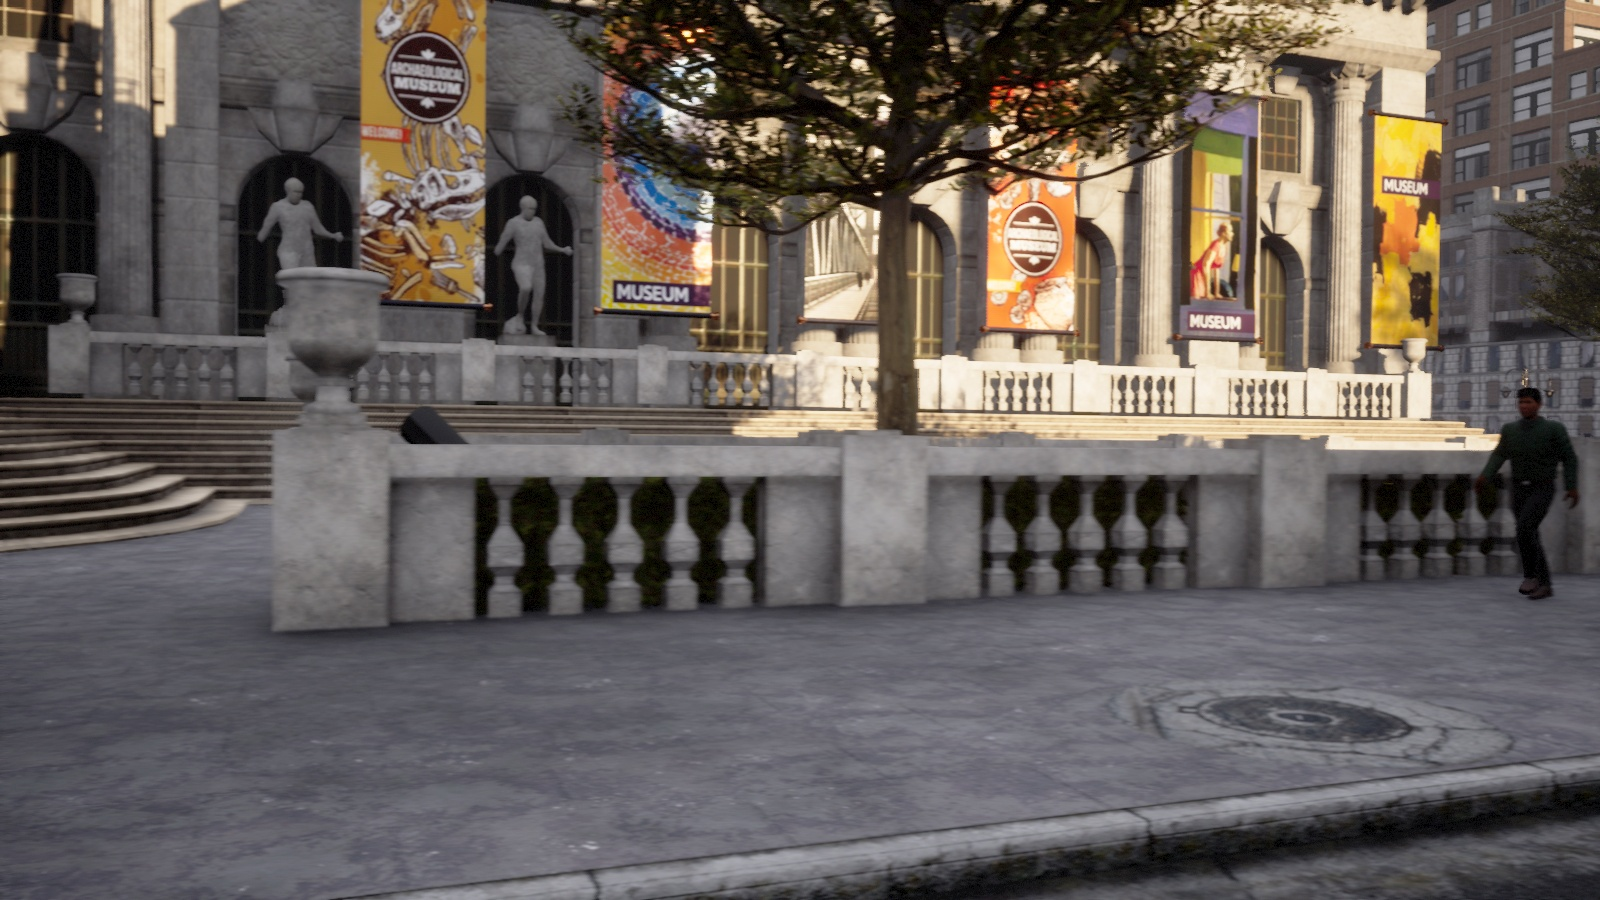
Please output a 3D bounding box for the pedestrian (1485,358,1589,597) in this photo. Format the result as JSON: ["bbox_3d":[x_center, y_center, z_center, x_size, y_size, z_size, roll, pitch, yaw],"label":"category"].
[{"bbox_3d":[6.240,0.214,10.628,0.788,1.949,0.423,-1,1,-30],"label":"pedestrian"}]
